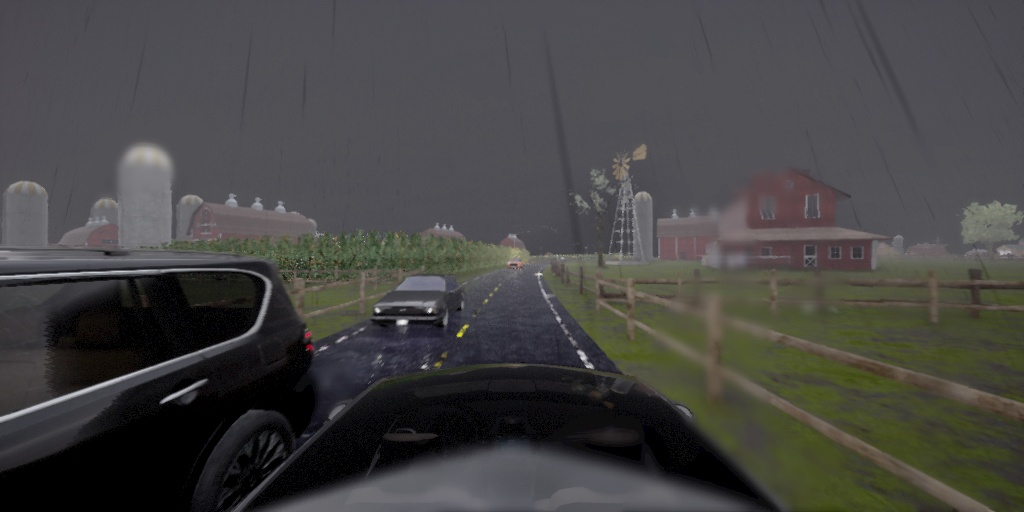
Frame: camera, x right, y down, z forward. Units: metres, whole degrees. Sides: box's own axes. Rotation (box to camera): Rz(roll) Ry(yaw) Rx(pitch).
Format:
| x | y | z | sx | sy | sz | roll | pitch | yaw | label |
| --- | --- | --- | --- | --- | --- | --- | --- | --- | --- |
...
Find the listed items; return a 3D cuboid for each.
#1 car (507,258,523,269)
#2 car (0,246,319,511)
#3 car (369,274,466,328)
| x | y | z | sx | sy | sz | roll | pitch | yaw | label |
| --- | --- | --- | --- | --- | --- | --- | --- | --- | --- |
| 0.507 | 1.067 | 56.876 | 2.097 | 1.767 | 4.553 | 0 | 0 | 7 | car |
| -2.822 | 0.971 | 0.945 | 2.150 | 2.045 | 5.566 | 0 | 0 | 1 | car |
| -2.709 | 1.291 | 11.708 | 2.033 | 1.411 | 5.357 | 0 | 0 | 1 | car |
